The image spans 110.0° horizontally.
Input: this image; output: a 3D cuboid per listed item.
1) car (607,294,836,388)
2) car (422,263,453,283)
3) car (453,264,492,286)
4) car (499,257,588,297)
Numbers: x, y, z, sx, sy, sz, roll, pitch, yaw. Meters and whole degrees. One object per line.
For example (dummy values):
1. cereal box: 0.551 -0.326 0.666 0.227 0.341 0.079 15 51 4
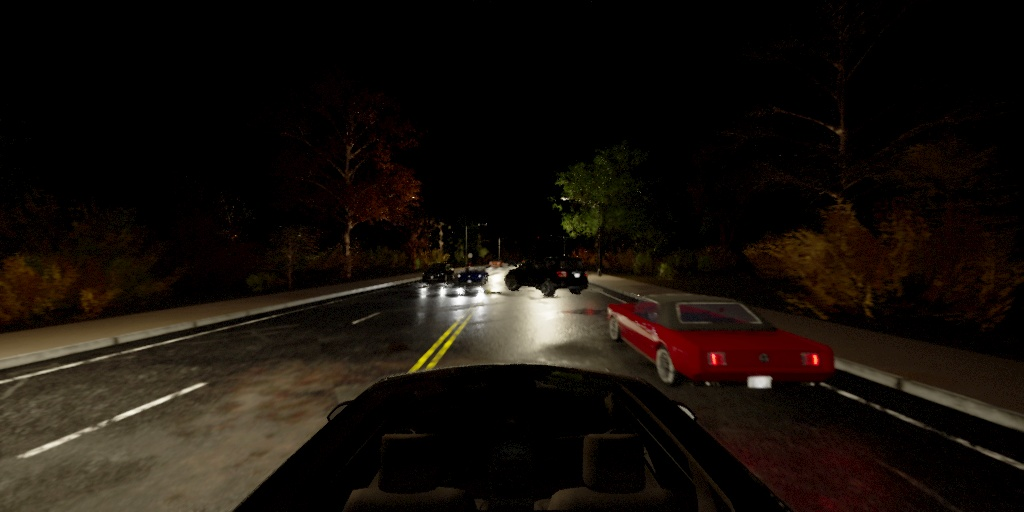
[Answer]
1. car: 3.267 1.381 6.918 1.895 1.301 4.718 0 0 0
2. car: -6.001 1.379 29.674 1.837 1.490 4.892 0 0 3
3. car: -2.863 1.466 26.936 1.895 1.301 4.718 0 0 2
4. car: 1.797 1.064 20.160 2.150 2.045 5.566 0 0 -33
